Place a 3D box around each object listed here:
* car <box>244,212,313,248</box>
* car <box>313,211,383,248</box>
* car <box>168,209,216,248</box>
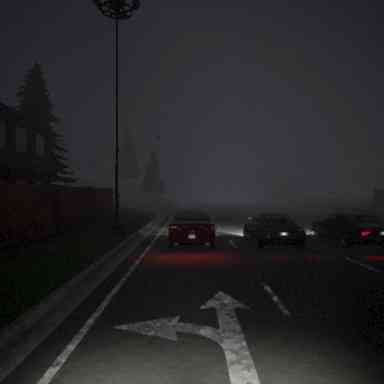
[{"bbox_3d":[3.500,1.570,14.659,1.994,1.385,4.181,0,0,0],"label":"car"},{"bbox_3d":[7.000,1.560,14.659,2.033,1.411,5.357,0,0,0],"label":"car"},{"bbox_3d":[0.000,1.482,14.659,1.882,1.535,5.008,0,0,0],"label":"car"}]
